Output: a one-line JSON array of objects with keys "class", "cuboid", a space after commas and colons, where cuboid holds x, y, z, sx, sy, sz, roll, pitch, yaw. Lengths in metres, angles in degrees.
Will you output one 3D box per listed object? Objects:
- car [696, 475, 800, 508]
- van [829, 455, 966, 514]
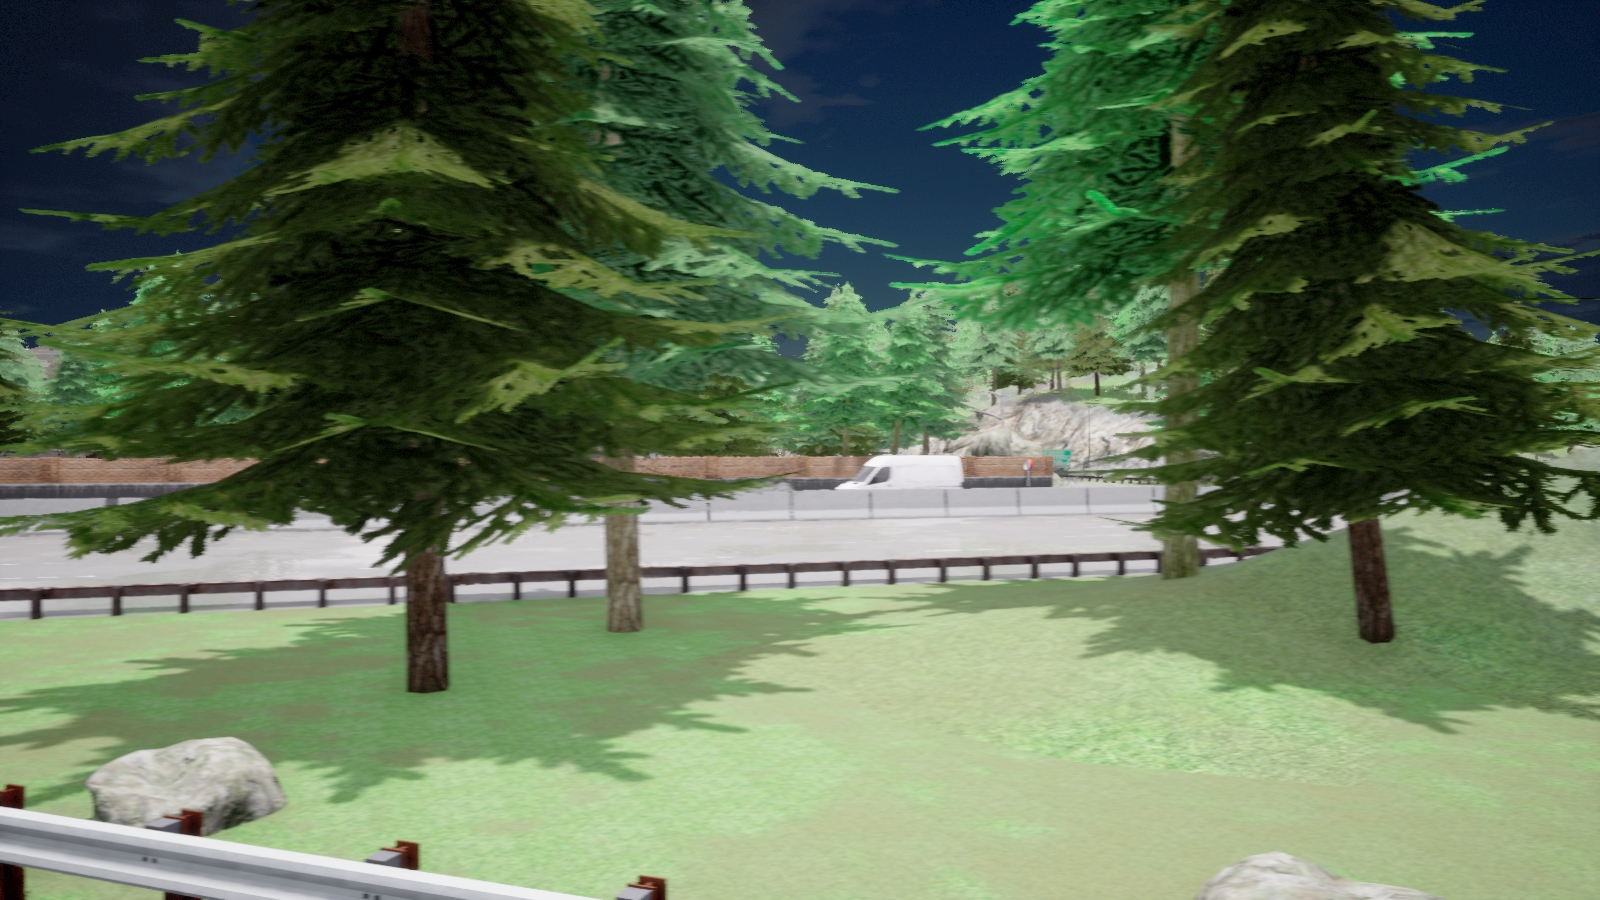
[{"class": "car", "cuboid": [-2.616, 2.053, 57.217, 4.792, 1.488, 2.163, 0, 0, -18]}, {"class": "van", "cuboid": [4.458, 1.525, 52.148, 5.915, 2.561, 1.988, 0, 0, -18]}]
